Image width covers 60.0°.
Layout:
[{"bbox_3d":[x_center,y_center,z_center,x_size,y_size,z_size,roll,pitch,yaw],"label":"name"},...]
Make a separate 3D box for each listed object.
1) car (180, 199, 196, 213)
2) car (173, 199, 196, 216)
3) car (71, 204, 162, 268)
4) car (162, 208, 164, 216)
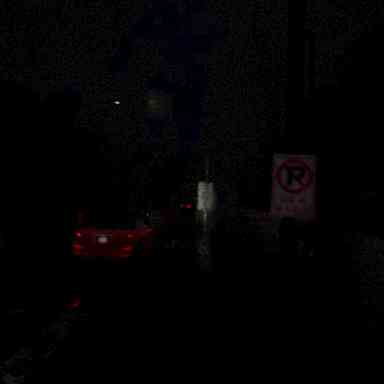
[{"bbox_3d":[-0.551,2.120,52.328,2.150,2.045,5.566,2,-1,3],"label":"car"},{"bbox_3d":[-1.033,1.892,41.913,2.150,2.045,5.566,2,-1,4],"label":"car"},{"bbox_3d":[-2.578,1.477,12.116,2.097,1.767,4.553,2,-1,3],"label":"car"},{"bbox_3d":[-4.226,1.983,35.844,2.033,1.411,5.357,2,-1,3],"label":"car"}]
